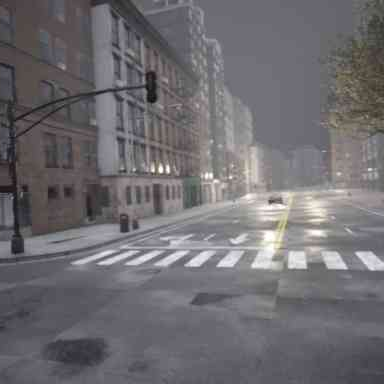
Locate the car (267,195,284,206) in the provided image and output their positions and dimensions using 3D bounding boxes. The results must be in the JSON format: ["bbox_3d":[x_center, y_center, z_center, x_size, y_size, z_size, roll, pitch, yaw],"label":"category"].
[{"bbox_3d":[10.820,1.038,43.024,1.895,1.301,4.718,-3,0,17],"label":"car"}]
